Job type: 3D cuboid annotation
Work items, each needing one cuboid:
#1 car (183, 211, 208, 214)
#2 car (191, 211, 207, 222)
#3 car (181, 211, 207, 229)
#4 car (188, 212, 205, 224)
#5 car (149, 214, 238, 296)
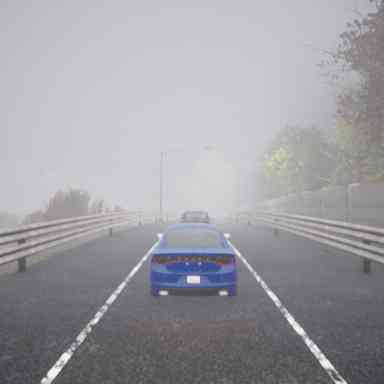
[{"bbox_3d":[0.182,1.791,17.679,2.128,1.511,4.902,0,-2,0],"label":"car"},{"bbox_3d":[1.016,3.478,47.399,2.128,1.511,4.902,0,-4,3],"label":"car"},{"bbox_3d":[0.227,2.346,29.037,2.033,1.411,5.357,0,-3,1],"label":"car"},{"bbox_3d":[0.588,3.117,40.430,1.895,1.301,4.718,0,-4,2],"label":"car"},{"bbox_3d":[0.044,1.555,8.822,1.882,1.535,5.008,0,-1,0],"label":"car"}]
